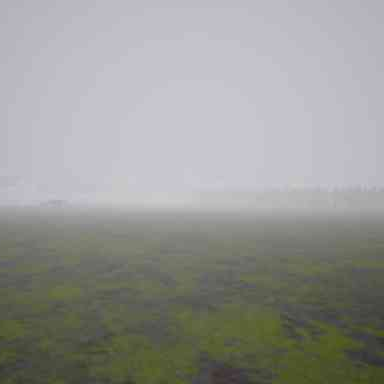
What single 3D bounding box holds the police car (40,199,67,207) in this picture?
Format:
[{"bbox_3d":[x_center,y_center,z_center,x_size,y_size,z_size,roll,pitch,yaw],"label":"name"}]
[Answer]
[{"bbox_3d":[-28.066,2.154,67.482,1.930,1.638,5.238,1,0,35],"label":"police car"}]
